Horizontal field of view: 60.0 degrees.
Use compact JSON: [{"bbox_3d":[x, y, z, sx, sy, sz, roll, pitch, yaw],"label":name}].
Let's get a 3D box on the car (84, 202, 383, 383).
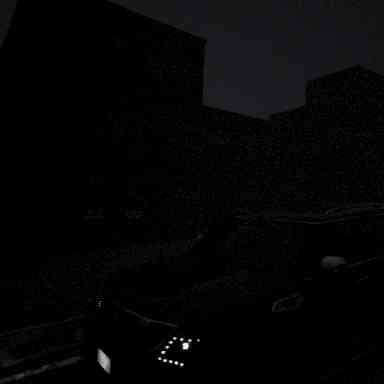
[{"bbox_3d":[1.428,1.201,4.704,5.566,2.045,2.150,0,0,-35],"label":"car"}]
